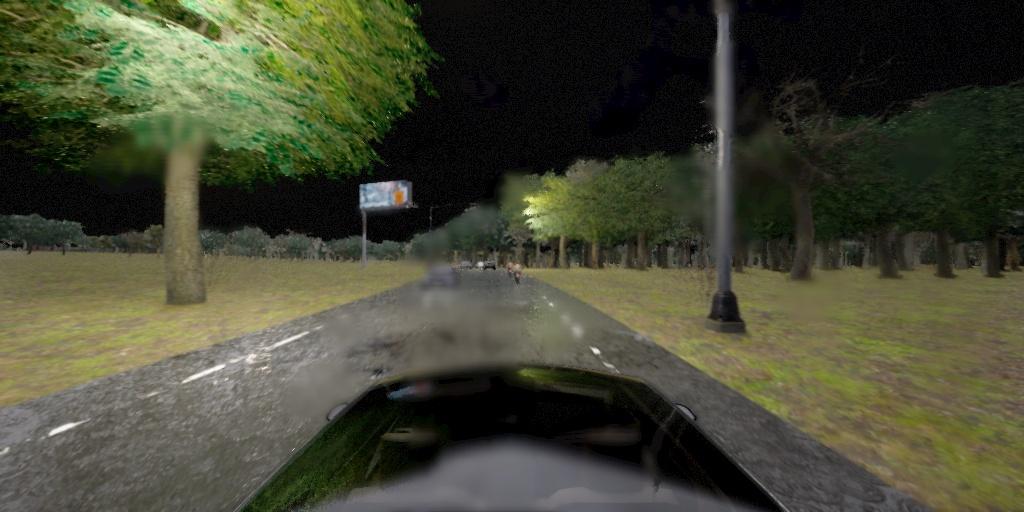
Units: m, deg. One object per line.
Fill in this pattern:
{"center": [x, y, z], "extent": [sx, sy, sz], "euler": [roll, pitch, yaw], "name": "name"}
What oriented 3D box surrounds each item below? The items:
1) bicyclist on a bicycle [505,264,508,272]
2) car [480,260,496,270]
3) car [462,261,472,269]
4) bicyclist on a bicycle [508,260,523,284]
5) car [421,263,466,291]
{"center": [-0.168, 1.182, 33.151], "extent": [0.866, 1.612, 1.509], "euler": [0, 0, -5], "name": "bicyclist on a bicycle"}
{"center": [-3.662, 1.450, 57.579], "extent": [1.837, 1.490, 4.892], "euler": [0, -1, -7], "name": "car"}
{"center": [-7.851, 1.525, 61.727], "extent": [1.837, 1.490, 4.892], "euler": [0, -1, -8], "name": "car"}
{"center": [0.374, 1.144, 24.731], "extent": [0.866, 1.612, 1.509], "euler": [0, 0, -4], "name": "bicyclist on a bicycle"}
{"center": [-4.043, 1.282, 21.147], "extent": [1.994, 1.385, 4.181], "euler": [0, 0, -3], "name": "car"}
